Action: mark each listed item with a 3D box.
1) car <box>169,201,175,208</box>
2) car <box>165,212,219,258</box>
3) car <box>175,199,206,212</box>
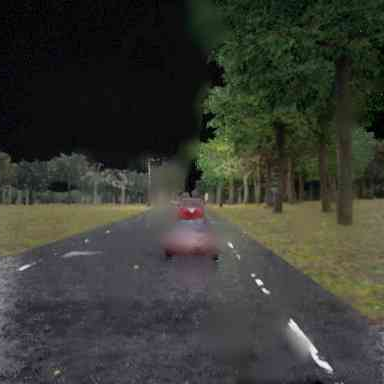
[{"bbox_3d":[-3.513,2.432,65.887,1.994,1.385,4.181,0,-1,0],"label":"car"},{"bbox_3d":[0.018,1.719,13.403,1.994,1.385,4.181,0,-1,1],"label":"car"},{"bbox_3d":[0.010,1.550,27.635,2.150,2.045,5.566,0,0,0],"label":"car"}]
